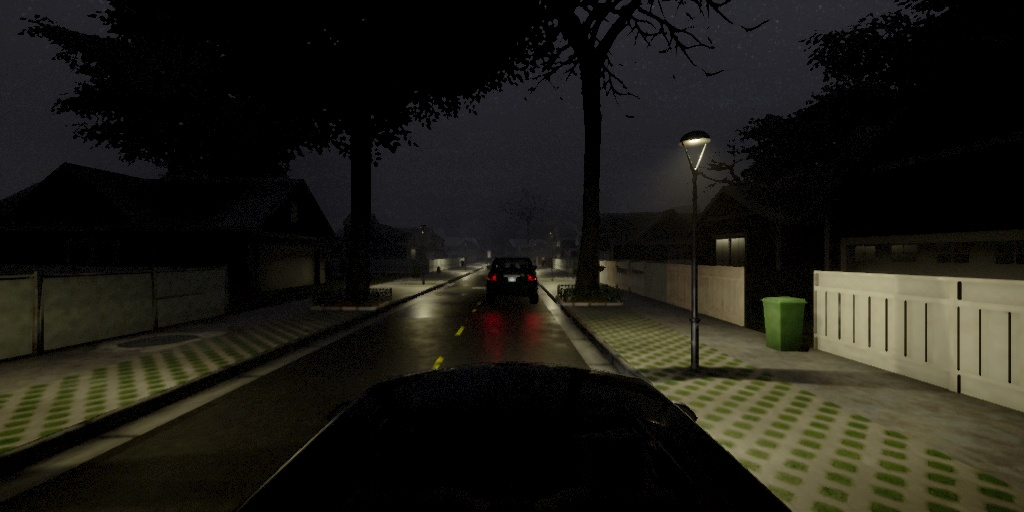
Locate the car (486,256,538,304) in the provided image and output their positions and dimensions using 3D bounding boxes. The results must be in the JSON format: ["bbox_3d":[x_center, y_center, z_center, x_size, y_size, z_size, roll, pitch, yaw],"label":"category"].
[{"bbox_3d":[0.000,1.004,16.530,2.150,2.045,5.566,0,0,0],"label":"car"}]
